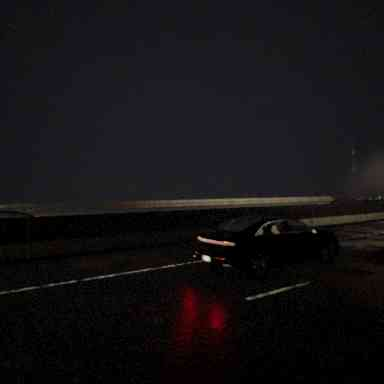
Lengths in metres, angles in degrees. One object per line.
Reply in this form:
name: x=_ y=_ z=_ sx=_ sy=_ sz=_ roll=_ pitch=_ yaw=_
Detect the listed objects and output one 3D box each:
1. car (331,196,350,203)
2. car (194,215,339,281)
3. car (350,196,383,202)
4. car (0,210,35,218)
car: x=20.032 y=1.173 z=43.410 sx=4.181 sy=1.385 sz=1.994 roll=0 pitch=0 yaw=-34
car: x=2.334 y=1.428 z=9.700 sx=4.902 sy=1.511 sz=2.128 roll=0 pitch=0 yaw=-35
car: x=21.999 y=1.235 z=40.515 sx=4.902 sy=1.511 sz=2.128 roll=0 pitch=0 yaw=-34
car: x=-8.691 y=1.524 z=14.983 sx=4.181 sy=1.385 sz=1.994 roll=0 pitch=0 yaw=-35
